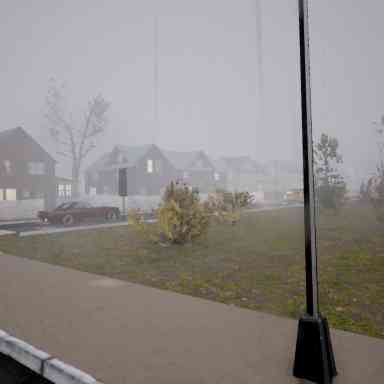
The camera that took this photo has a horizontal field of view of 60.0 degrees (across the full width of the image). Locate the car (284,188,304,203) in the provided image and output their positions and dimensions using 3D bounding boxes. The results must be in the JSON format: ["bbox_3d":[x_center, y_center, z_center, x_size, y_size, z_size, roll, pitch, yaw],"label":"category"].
[{"bbox_3d":[13.915,0.594,42.302,1.882,1.535,5.008,-2,-1,44],"label":"car"}]

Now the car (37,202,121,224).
[{"bbox_3d":[-6.772,1.253,20.489,1.895,1.301,4.718,-2,-1,43],"label":"car"}]
